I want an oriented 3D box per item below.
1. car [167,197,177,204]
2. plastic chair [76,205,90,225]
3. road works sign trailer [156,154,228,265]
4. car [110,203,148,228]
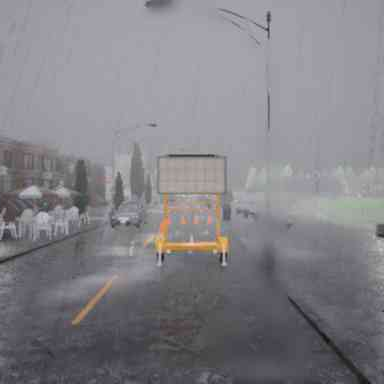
[{"bbox_3d":[-4.035,1.699,64.671,1.895,1.301,4.718,0,0,1],"label":"car"},{"bbox_3d":[-7.449,1.540,22.735,0.730,1.271,0.750,0,0,-40],"label":"plastic chair"},{"bbox_3d":[-0.002,0.482,11.710,2.380,3.560,2.880,0,0,0],"label":"road works sign trailer"},{"bbox_3d":[-4.102,1.525,22.282,2.128,1.511,4.902,0,0,0],"label":"car"}]
